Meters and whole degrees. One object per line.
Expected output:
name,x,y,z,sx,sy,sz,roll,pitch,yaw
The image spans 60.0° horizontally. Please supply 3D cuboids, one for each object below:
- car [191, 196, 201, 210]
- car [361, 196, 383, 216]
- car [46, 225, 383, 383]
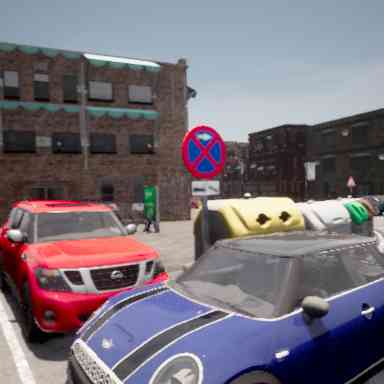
car,0.941,1.640,51.263,2.150,2.045,5.566,-2,0,-23
car,14.377,1.037,26.341,2.128,1.511,4.902,-2,0,-10
car,0.902,1.373,4.126,4.553,1.767,2.097,0,0,-37
